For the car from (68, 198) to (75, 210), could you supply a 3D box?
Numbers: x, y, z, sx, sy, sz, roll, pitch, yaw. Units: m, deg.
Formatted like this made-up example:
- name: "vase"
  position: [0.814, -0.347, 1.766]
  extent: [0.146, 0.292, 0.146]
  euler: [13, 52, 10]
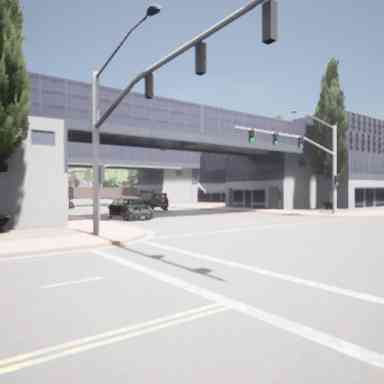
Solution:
- name: "car"
  position: [-16.196, 1.402, 41.638]
  extent: [1.882, 1.535, 5.008]
  euler: [0, 0, -36]

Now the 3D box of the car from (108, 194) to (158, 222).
- name: "car"
  position: [-4.886, 1.277, 26.067]
  extent: [2.097, 1.767, 4.553]
  euler: [0, 0, -36]

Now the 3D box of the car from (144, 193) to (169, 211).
- name: "car"
  position: [-4.755, 1.098, 38.141]
  extent: [2.150, 2.045, 5.566]
  euler: [0, 0, -36]
